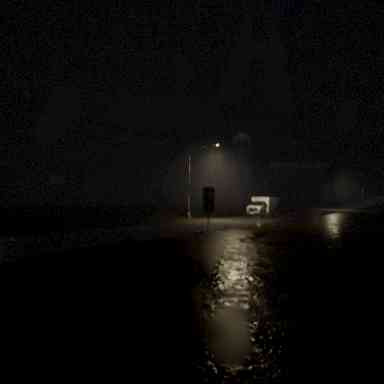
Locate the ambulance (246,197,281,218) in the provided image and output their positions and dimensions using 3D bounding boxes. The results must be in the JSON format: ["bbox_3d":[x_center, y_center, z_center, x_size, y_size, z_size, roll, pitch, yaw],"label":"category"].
[{"bbox_3d":[8.939,1.850,41.590,2.351,2.431,6.366,1,-1,36],"label":"ambulance"}]
